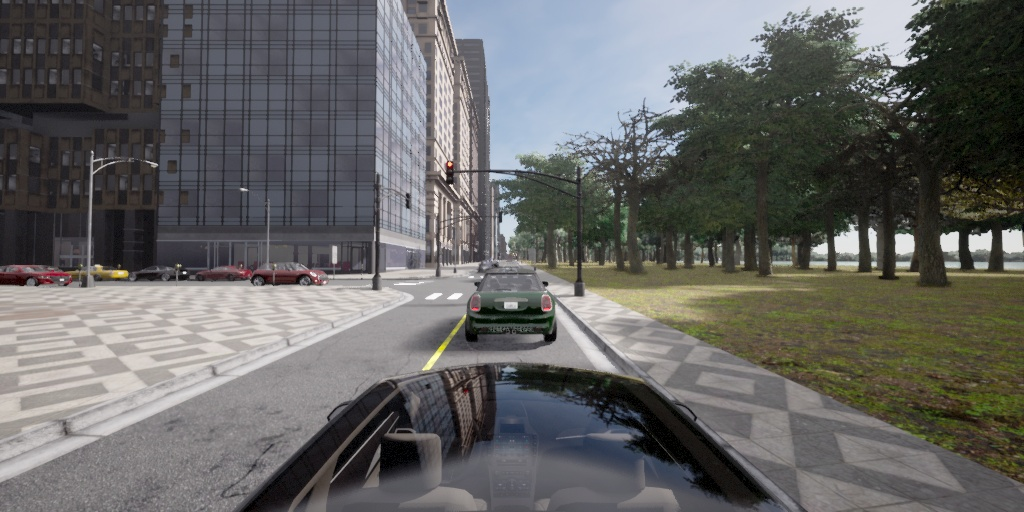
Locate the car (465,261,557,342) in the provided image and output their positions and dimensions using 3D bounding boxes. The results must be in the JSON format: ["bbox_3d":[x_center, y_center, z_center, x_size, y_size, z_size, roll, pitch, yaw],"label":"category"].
[{"bbox_3d":[-0.014,1.107,9.994,2.097,1.767,4.553,0,0,0],"label":"car"}]

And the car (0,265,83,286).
[{"bbox_3d":[-30.039,1.234,22.115,4.507,1.381,1.888,0,0,0],"label":"car"}]

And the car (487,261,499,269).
[{"bbox_3d":[-3.269,1.512,62.236,1.895,1.301,4.718,0,0,0],"label":"car"}]

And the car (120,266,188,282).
[{"bbox_3d":[-30.076,1.479,30.638,4.313,1.339,1.948,0,0,0],"label":"car"}]

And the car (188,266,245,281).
[{"bbox_3d":[-24.589,1.492,30.664,4.207,1.307,1.802,0,0,0],"label":"car"}]

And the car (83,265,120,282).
[{"bbox_3d":[-35.733,1.442,30.610,4.829,1.417,1.751,0,0,0],"label":"car"}]

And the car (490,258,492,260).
[{"bbox_3d":[-3.239,1.333,45.117,2.128,1.511,4.902,0,0,0],"label":"car"}]

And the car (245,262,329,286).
[{"bbox_3d":[-13.609,1.119,22.194,4.097,1.591,1.967,0,0,-1],"label":"car"}]
